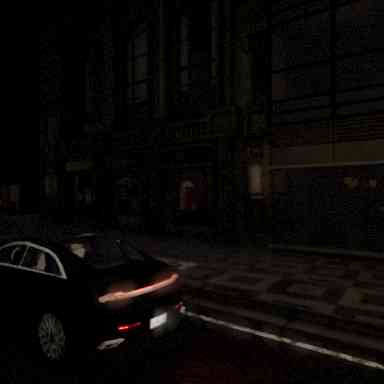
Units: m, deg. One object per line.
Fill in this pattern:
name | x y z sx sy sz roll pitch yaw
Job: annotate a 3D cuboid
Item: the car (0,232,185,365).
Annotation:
car | -2.385 1.466 5.813 4.902 1.511 2.128 0 0 36
